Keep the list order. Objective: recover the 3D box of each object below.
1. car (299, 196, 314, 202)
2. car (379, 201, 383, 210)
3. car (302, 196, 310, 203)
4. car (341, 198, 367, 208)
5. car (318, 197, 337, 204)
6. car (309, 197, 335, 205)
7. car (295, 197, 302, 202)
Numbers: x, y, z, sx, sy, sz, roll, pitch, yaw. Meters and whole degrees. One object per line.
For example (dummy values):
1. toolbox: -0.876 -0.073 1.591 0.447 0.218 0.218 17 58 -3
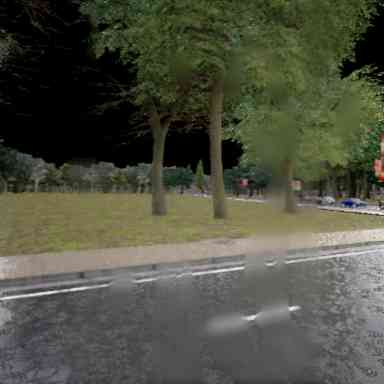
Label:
1. car: 29.493 1.783 85.670 1.812 1.442 4.674 1 0 -7
2. car: 27.518 1.812 45.042 2.128 1.511 4.902 1 0 -7
3. car: 27.470 1.772 74.797 2.128 1.511 4.902 1 0 -7
4. car: 26.473 1.757 54.389 1.882 1.535 5.008 1 0 -6
5. car: 30.664 1.813 75.466 1.812 1.442 4.674 1 0 -7
6. car: 25.384 1.762 64.466 2.128 1.511 4.902 1 0 -7
7. car: 26.281 1.812 85.144 1.895 1.301 4.718 1 0 -7
